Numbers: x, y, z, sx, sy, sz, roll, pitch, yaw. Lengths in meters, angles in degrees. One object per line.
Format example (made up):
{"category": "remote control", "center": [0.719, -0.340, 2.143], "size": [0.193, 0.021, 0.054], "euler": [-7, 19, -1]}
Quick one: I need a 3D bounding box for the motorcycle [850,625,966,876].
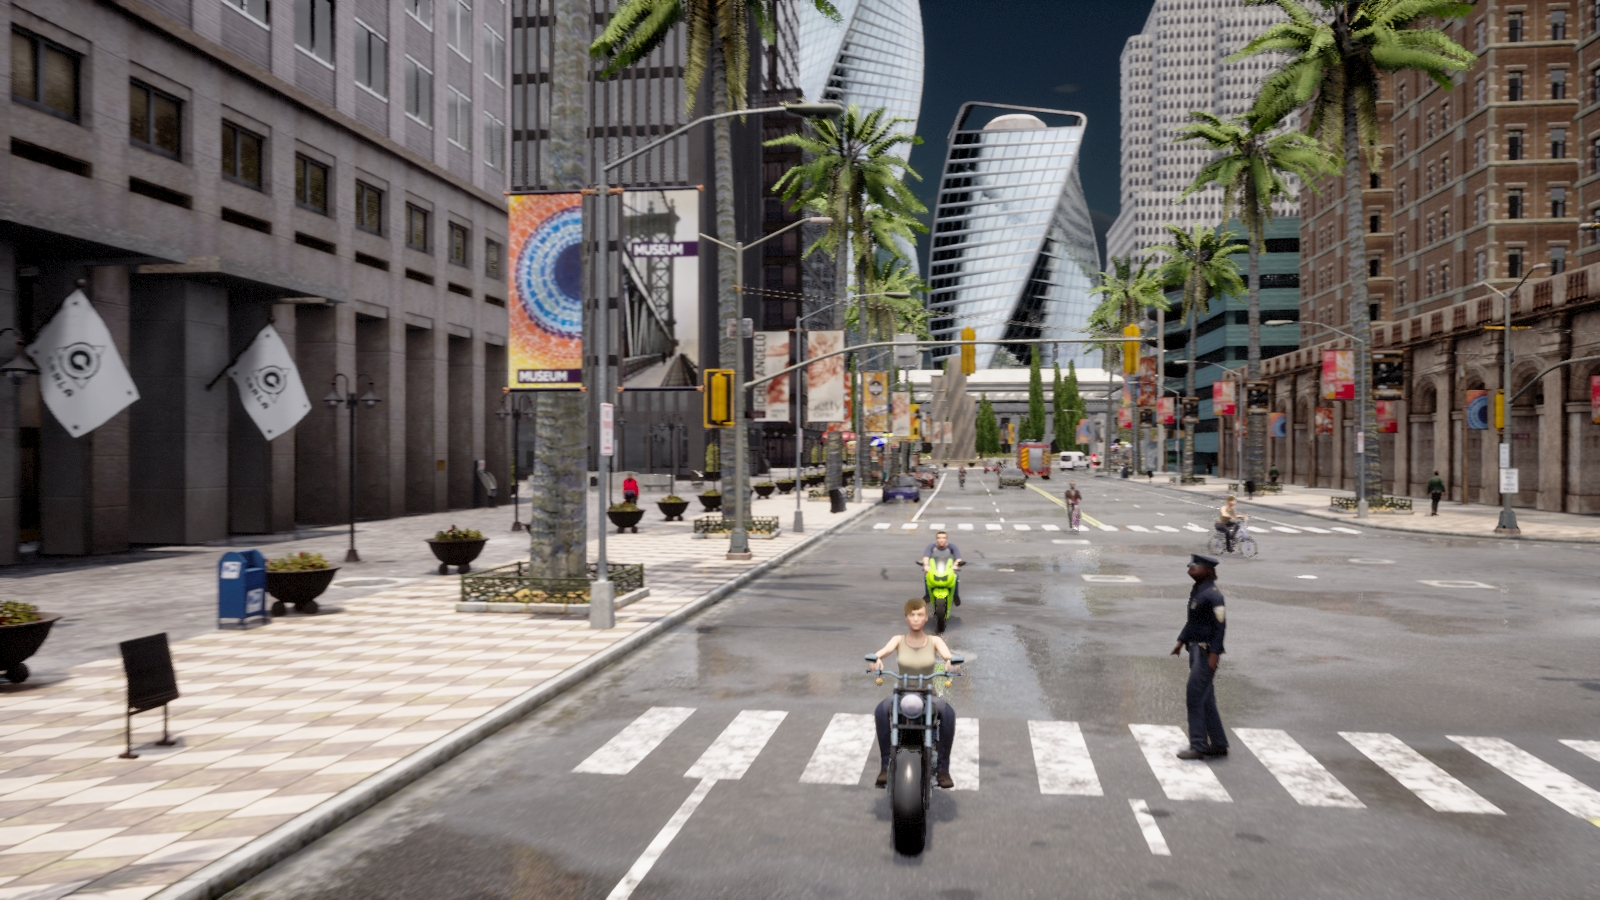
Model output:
{"category": "motorcycle", "center": [0.882, 2.170, 8.759], "size": [0.764, 1.277, 2.356], "euler": [0, 0, 8]}

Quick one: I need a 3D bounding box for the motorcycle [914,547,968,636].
{"category": "motorcycle", "center": [2.260, 2.213, 18.190], "size": [0.803, 1.145, 2.033], "euler": [0, 0, 8]}

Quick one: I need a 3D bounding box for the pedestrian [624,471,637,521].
{"category": "pedestrian", "center": [-6.290, 1.698, 42.391], "size": [0.375, 1.860, 0.375], "euler": [0, 0, 5]}

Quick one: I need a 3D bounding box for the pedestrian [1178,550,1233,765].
{"category": "pedestrian", "center": [3.644, 1.850, 10.283], "size": [0.375, 1.860, 0.375], "euler": [0, 0, 2]}

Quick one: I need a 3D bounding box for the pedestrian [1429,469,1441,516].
{"category": "pedestrian", "center": [25.406, 1.706, 45.708], "size": [0.375, 1.860, 0.375], "euler": [0, 0, 39]}

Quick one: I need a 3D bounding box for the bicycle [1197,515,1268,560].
{"category": "bicycle", "center": [11.257, 2.260, 29.759], "size": [0.859, 1.080, 1.487], "euler": [2, -1, -33]}
